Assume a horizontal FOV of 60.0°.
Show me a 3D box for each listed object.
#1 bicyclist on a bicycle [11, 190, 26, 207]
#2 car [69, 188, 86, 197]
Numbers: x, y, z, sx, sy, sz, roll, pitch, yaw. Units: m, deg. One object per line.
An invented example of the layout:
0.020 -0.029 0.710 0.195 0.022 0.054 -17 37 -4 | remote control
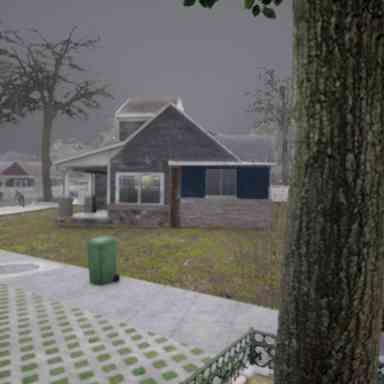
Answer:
-16.224 0.636 31.103 1.656 1.620 0.582 1 2 11 | bicyclist on a bicycle
-18.167 -0.003 52.731 2.033 1.411 5.357 1 2 11 | car
